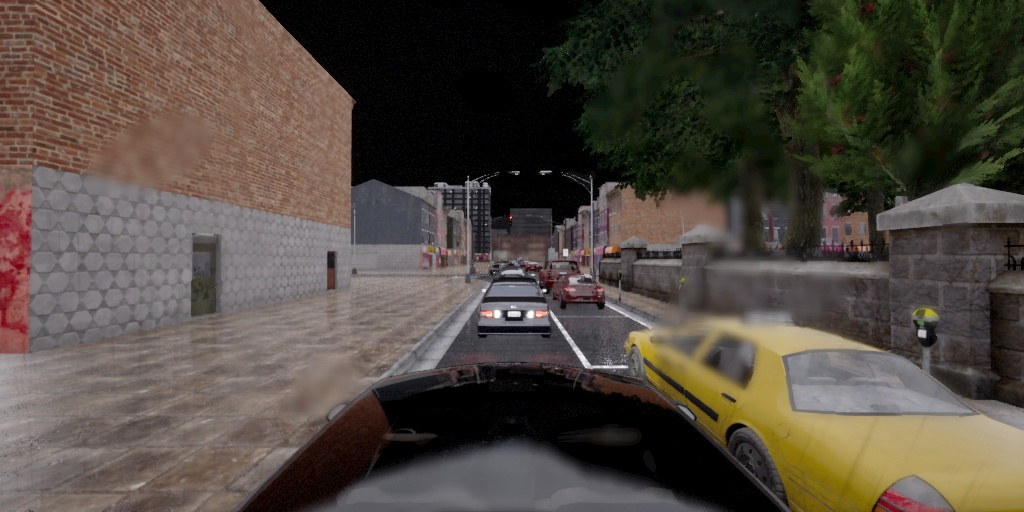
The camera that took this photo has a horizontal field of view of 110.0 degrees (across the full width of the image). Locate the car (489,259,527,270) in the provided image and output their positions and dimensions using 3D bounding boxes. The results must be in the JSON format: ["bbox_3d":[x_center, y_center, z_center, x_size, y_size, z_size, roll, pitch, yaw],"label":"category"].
[{"bbox_3d":[-0.603,1.313,36.691,1.837,1.490,4.892,3,2,27],"label":"car"}]

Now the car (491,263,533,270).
[{"bbox_3d":[0.014,1.287,19.946,1.812,1.442,4.674,0,0,1],"label":"car"}]

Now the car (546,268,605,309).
[{"bbox_3d":[2.632,1.338,14.716,1.802,1.307,4.207,0,0,0],"label":"car"}]

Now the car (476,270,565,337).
[{"bbox_3d":[0.062,1.300,10.234,2.033,1.411,5.357,0,0,0],"label":"car"}]

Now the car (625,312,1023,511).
[{"bbox_3d":[2.639,1.276,3.988,1.751,1.417,4.829,0,0,0],"label":"car"}]

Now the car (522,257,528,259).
[{"bbox_3d":[2.599,1.403,62.905,1.888,1.381,4.507,0,0,0],"label":"car"}]

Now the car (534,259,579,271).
[{"bbox_3d":[2.628,1.076,20.165,2.192,1.841,5.009,0,0,0],"label":"car"}]

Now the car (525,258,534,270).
[{"bbox_3d":[2.610,1.356,46.594,1.888,1.381,4.507,0,0,0],"label":"car"}]
